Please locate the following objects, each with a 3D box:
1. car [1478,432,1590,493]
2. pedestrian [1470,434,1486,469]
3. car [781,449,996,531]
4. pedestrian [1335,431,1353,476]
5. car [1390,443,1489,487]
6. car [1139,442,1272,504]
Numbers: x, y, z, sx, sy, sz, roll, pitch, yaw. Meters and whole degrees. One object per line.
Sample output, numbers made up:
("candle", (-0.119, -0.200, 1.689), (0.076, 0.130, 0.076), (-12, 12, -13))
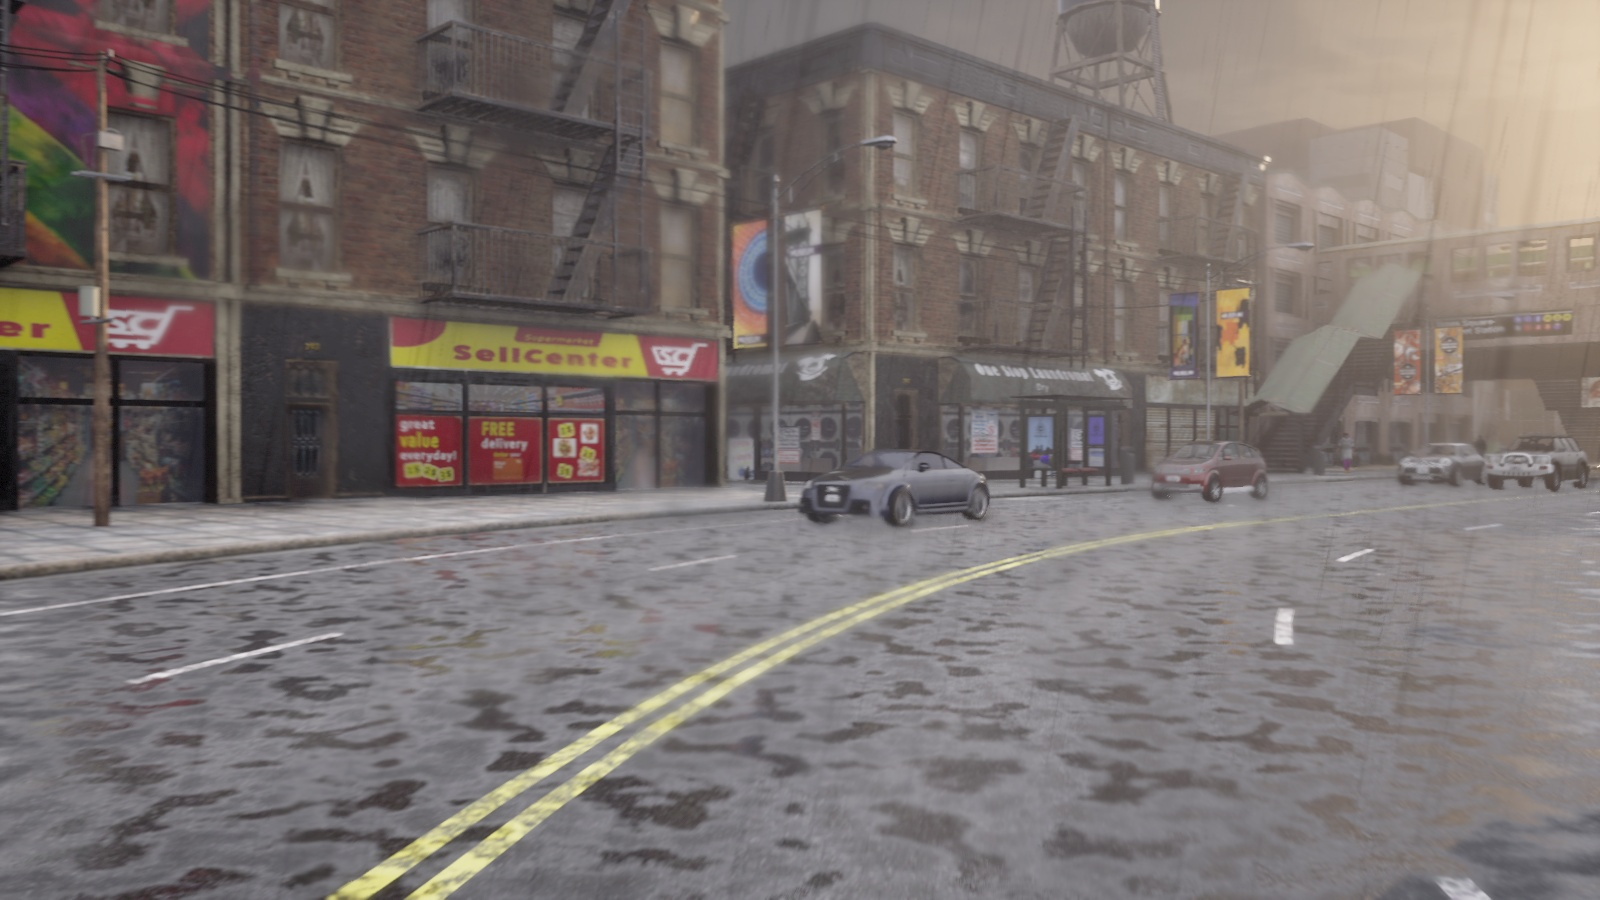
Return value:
("car", (23.874, 0.380, 40.764), (4.605, 1.855, 1.932), (0, 0, -44))
("pedestrian", (36.506, 0.093, 67.567), (0.563, 1.883, 0.849), (0, 0, 42))
("car", (1.751, 0.679, 23.706), (1.994, 1.385, 4.181), (0, 0, 39))
("pedestrian", (23.973, 0.137, 55.356), (0.659, 1.952, 0.873), (0, 0, 27))
("car", (22.658, 0.505, 44.449), (3.806, 1.475, 1.970), (0, 0, -44))
("car", (10.672, 0.559, 32.956), (3.705, 1.549, 1.789), (0, 0, -44))
